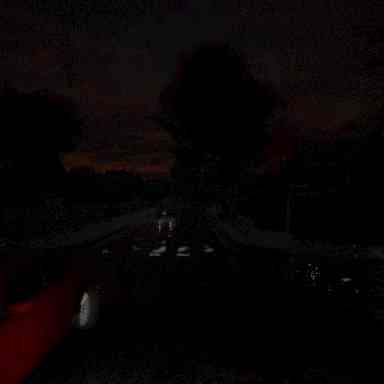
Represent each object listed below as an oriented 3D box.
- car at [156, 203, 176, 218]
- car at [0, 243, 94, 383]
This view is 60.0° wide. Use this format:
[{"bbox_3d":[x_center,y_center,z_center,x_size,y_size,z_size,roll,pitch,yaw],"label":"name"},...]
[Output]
[{"bbox_3d":[-2.715,1.911,35.358,2.128,1.511,4.902,0,-1,0],"label":"car"},{"bbox_3d":[-2.740,1.529,4.159,1.882,1.535,5.008,0,0,0],"label":"car"}]
